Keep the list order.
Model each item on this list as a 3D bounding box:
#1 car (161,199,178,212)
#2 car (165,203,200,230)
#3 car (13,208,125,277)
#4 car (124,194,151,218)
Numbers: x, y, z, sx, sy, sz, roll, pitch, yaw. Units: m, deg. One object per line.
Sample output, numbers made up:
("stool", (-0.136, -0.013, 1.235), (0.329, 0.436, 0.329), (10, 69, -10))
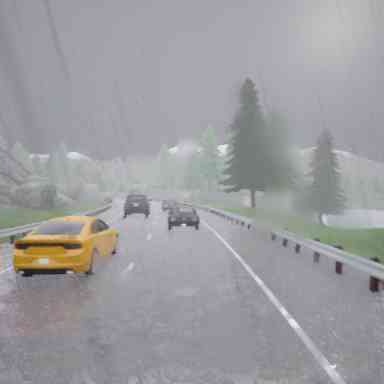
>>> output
("car", (-2.593, 1.548, 39.421), (2.033, 1.411, 5.357), (0, 0, -8))
("car", (-0.625, 1.601, 21.277), (1.895, 1.301, 4.718), (0, 0, -4))
("car", (-3.565, 1.478, 10.318), (1.882, 1.535, 5.008), (0, 0, -2))
("car", (-4.959, 1.222, 30.436), (2.150, 2.045, 5.566), (0, 0, -6))
